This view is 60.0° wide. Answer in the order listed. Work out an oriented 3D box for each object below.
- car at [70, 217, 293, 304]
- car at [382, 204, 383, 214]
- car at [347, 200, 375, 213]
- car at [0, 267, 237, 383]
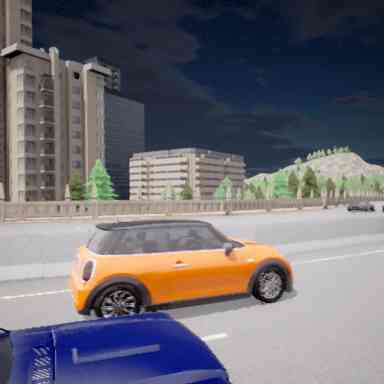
[{"bbox_3d":[-0.135,1.351,6.958,4.553,1.767,2.097,0,0,-24],"label":"car"},{"bbox_3d":[21.847,1.383,35.329,2.097,1.767,4.553,0,0,44],"label":"car"},{"bbox_3d":[19.106,1.610,37.519,1.994,1.385,4.181,0,0,44],"label":"car"},{"bbox_3d":[-1.951,1.603,2.288,4.718,1.301,1.895,0,0,-23],"label":"car"}]
